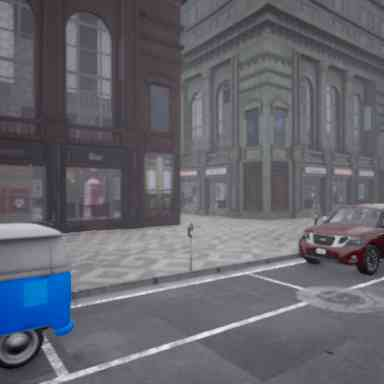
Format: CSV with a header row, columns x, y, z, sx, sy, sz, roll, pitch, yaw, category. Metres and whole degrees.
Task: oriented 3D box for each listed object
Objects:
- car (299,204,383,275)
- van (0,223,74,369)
x,y,z,sx,sy,sz,roll,pitch,yaw,category
5.615,1.323,10.658,5.009,1.841,2.192,0,0,-36,car
-3.561,1.341,4.111,3.998,1.788,1.690,0,0,-36,van
